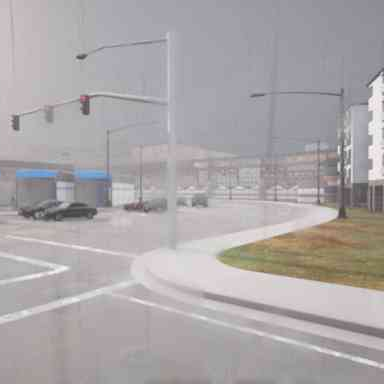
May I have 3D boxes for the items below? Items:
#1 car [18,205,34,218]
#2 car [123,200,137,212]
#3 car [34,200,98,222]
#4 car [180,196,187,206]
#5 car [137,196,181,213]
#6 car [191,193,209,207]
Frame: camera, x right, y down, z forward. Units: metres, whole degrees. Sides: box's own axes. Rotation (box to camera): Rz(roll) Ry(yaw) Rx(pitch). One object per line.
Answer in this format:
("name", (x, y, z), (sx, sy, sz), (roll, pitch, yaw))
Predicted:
("car", (-12.483, 1.479, 28.922), (1.837, 1.490, 4.892), (0, 0, 36))
("car", (-5.934, 1.575, 38.837), (1.895, 1.301, 4.718), (0, 0, 26))
("car", (-9.776, 1.503, 26.694), (1.812, 1.442, 4.674), (0, 0, 36))
("car", (-1.892, 1.476, 52.324), (1.837, 1.490, 4.892), (0, 0, 7))
("car", (-3.477, 1.482, 36.147), (1.837, 1.490, 4.892), (0, 0, 27))
("car", (1.250, 1.189, 49.660), (2.150, 2.045, 5.566), (0, 1, 9))
